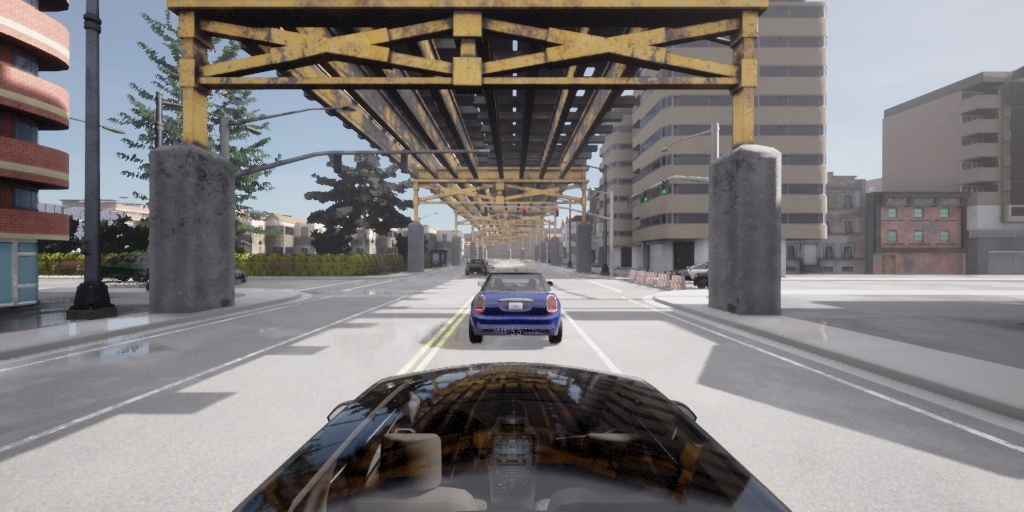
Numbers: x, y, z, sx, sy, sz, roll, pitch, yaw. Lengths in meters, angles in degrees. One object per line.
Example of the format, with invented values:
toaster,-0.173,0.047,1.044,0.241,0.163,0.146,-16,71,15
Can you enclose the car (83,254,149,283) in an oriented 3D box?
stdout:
car,-27.731,0.880,26.234,5.566,2.045,2.150,0,0,0

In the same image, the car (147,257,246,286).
car,-19.374,1.035,22.467,4.553,1.767,2.097,0,0,0

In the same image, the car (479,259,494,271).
car,-3.437,1.207,49.224,1.812,1.442,4.674,0,0,0

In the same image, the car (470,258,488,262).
car,-3.503,1.049,36.789,2.097,1.767,4.553,0,0,1

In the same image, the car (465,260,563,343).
car,0.100,1.093,9.843,2.097,1.767,4.553,0,0,1
